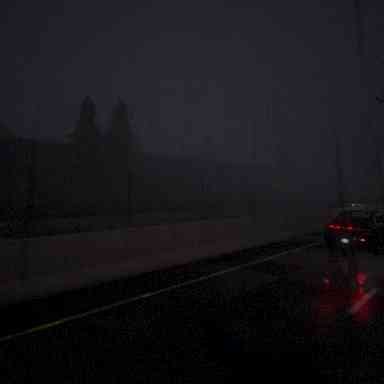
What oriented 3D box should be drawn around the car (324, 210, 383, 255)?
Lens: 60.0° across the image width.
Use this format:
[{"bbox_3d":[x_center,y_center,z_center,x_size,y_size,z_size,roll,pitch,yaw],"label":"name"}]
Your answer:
[{"bbox_3d":[6.950,1.493,13.451,2.128,1.511,4.902,1,1,41],"label":"car"}]
